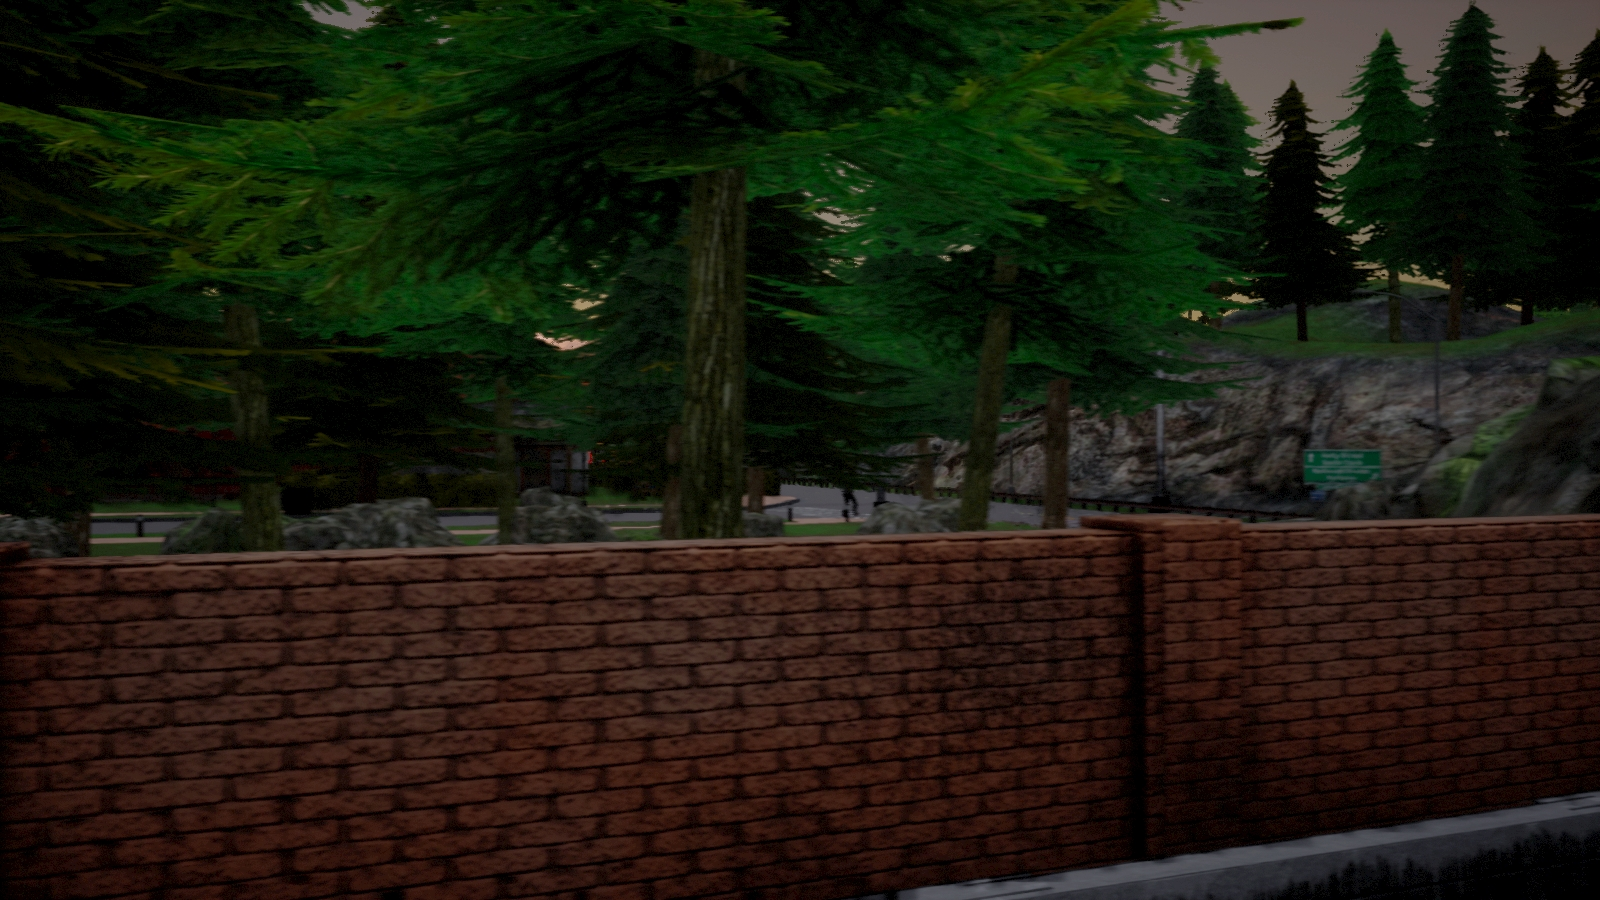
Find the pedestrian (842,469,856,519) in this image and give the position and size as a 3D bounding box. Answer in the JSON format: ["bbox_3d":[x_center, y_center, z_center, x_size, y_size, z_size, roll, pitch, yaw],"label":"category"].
[{"bbox_3d":[1.839,1.649,43.171,0.375,1.860,0.375,0,0,-36],"label":"pedestrian"}]
